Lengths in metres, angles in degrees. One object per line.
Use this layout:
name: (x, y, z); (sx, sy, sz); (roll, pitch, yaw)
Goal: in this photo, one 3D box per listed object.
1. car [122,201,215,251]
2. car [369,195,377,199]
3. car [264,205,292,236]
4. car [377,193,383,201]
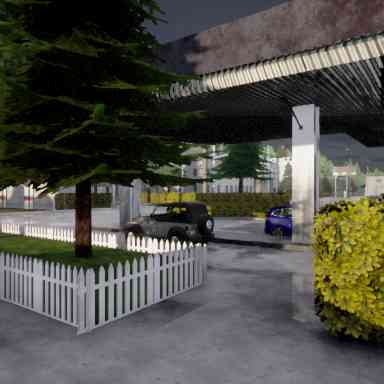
car: (-0.947, 1.313, 13.813); (3.866, 1.878, 1.905); (0, 0, 35)
car: (33.073, 1.298, 60.237); (2.007, 1.523, 4.514); (0, 0, 35)
car: (5.854, 1.480, 15.962); (4.611, 1.667, 2.242); (0, 0, 35)
car: (25.808, 1.077, 43.496); (1.905, 1.878, 3.866); (0, 0, 35)
